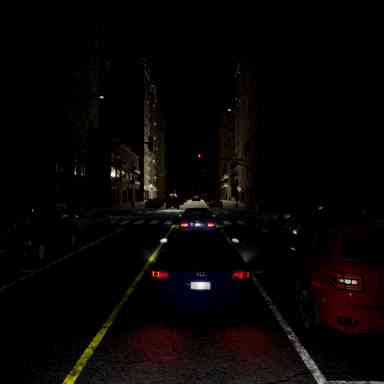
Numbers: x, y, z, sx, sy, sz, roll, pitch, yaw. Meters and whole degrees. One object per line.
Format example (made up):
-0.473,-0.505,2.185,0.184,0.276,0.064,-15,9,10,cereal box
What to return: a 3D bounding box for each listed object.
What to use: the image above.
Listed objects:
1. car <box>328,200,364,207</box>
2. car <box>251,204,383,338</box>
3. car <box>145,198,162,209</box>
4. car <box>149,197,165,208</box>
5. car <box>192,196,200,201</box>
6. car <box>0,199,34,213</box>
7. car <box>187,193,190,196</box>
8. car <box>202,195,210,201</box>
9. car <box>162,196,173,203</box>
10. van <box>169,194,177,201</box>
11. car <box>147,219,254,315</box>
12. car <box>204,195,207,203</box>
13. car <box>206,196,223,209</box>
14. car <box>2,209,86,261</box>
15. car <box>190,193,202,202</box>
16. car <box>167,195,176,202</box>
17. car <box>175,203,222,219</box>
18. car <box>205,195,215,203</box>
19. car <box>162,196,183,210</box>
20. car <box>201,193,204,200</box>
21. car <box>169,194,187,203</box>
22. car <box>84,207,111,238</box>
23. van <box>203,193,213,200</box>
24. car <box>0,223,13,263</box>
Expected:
13.991,1.503,31.884,4.553,1.767,2.097,0,-1,1,car
2.754,1.317,6.552,2.192,1.841,5.009,1,0,1,car
-5.284,1.555,44.936,1.887,1.381,4.507,1,0,1,car
-5.212,1.557,50.609,1.887,1.381,4.507,1,0,1,car
1.078,1.626,84.893,1.895,1.301,4.718,0,0,1,car
-16.422,1.342,29.240,4.902,1.511,2.128,1,-1,1,car
-2.121,1.375,69.405,2.097,1.767,4.553,0,0,1,car
3.820,1.600,90.201,1.947,1.339,4.313,1,0,1,car
-4.994,1.602,67.626,1.802,1.307,4.206,1,0,1,car
-4.775,1.371,84.643,1.690,1.788,3.998,1,0,1,van
0.176,1.566,7.678,1.994,1.385,4.181,0,0,1,car
3.385,1.597,56.164,1.802,1.307,4.206,1,0,1,car
3.240,1.593,44.818,1.802,1.307,4.206,1,0,1,car
-5.702,1.547,12.294,1.887,1.381,4.507,1,0,1,car
0.953,1.565,74.194,2.033,1.411,5.357,0,0,1,car
-4.848,1.466,78.970,1.967,1.590,4.097,1,0,1,car
0.270,1.552,17.741,2.033,1.411,5.357,0,0,0,car
3.313,1.595,50.491,1.802,1.307,4.206,1,0,1,car
-2.582,1.558,44.546,2.033,1.411,5.357,0,0,-3,car
3.533,1.335,67.510,2.192,1.841,5.009,1,0,1,car
-2.372,1.493,56.416,1.882,1.535,5.008,0,0,1,car
-5.632,1.529,17.748,1.752,1.417,4.829,1,0,1,car
3.460,1.358,61.837,1.690,1.788,3.998,1,0,1,van
-5.776,1.526,6.500,1.752,1.417,4.829,1,0,1,car
